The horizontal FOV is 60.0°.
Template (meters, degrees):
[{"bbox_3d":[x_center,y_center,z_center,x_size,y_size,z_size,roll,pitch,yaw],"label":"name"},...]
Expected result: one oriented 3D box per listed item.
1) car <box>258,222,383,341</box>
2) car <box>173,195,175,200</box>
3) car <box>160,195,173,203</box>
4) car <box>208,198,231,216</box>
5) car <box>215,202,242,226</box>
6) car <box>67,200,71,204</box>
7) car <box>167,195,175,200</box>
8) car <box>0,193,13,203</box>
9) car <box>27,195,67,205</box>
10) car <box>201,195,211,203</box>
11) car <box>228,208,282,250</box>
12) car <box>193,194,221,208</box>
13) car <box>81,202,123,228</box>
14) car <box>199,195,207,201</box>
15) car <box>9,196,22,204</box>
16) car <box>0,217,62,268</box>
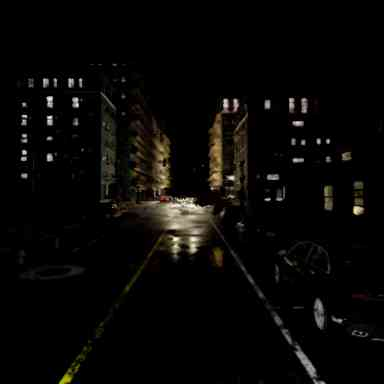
[{"bbox_3d":[2.799,1.547,6.461,2.008,1.369,4.403,0,0,0],"label":"car"},{"bbox_3d":[-5.667,1.534,80.806,2.008,1.369,4.403,0,0,0],"label":"car"},{"bbox_3d":[-5.760,1.525,70.704,1.887,1.381,4.507,0,0,0],"label":"car"},{"bbox_3d":[2.833,1.528,32.009,1.887,1.381,4.507,0,0,0],"label":"car"},{"bbox_3d":[2.832,1.569,23.007,1.802,1.307,4.206,0,0,0],"label":"car"},{"bbox_3d":[-20.453,1.171,48.096,5.357,1.411,2.033,1,0,-1],"label":"car"},{"bbox_3d":[-5.664,1.554,92.136,1.947,1.339,4.313,0,0,0],"label":"car"},{"bbox_3d":[-31.490,0.889,53.705,4.097,1.590,1.967,1,-2,0],"label":"car"},{"bbox_3d":[-19.987,1.141,45.350,4.507,1.381,1.887,1,-2,0],"label":"car"},{"bbox_3d":[2.823,1.420,69.480,1.967,1.590,4.097,0,0,0],"label":"car"},{"bbox_3d":[2.830,1.557,14.006,1.947,1.339,4.313,0,0,0],"label":"car"},{"bbox_3d":[2.990,1.306,48.313,5.566,2.045,2.150,1,0,-1],"label":"car"},{"bbox_3d":[-5.807,1.428,21.909,1.967,1.590,4.097,0,0,0],"label":"car"},{"bbox_3d":[2.715,1.551,86.471,1.947,1.339,4.313,0,0,0],"label":"car"},{"bbox_3d":[-25.668,1.035,45.375,4.507,1.381,1.887,1,-2,0],"label":"car"},{"bbox_3d":[-5.804,1.544,11.090,2.008,1.369,4.403,1,0,0],"label":"car"}]
